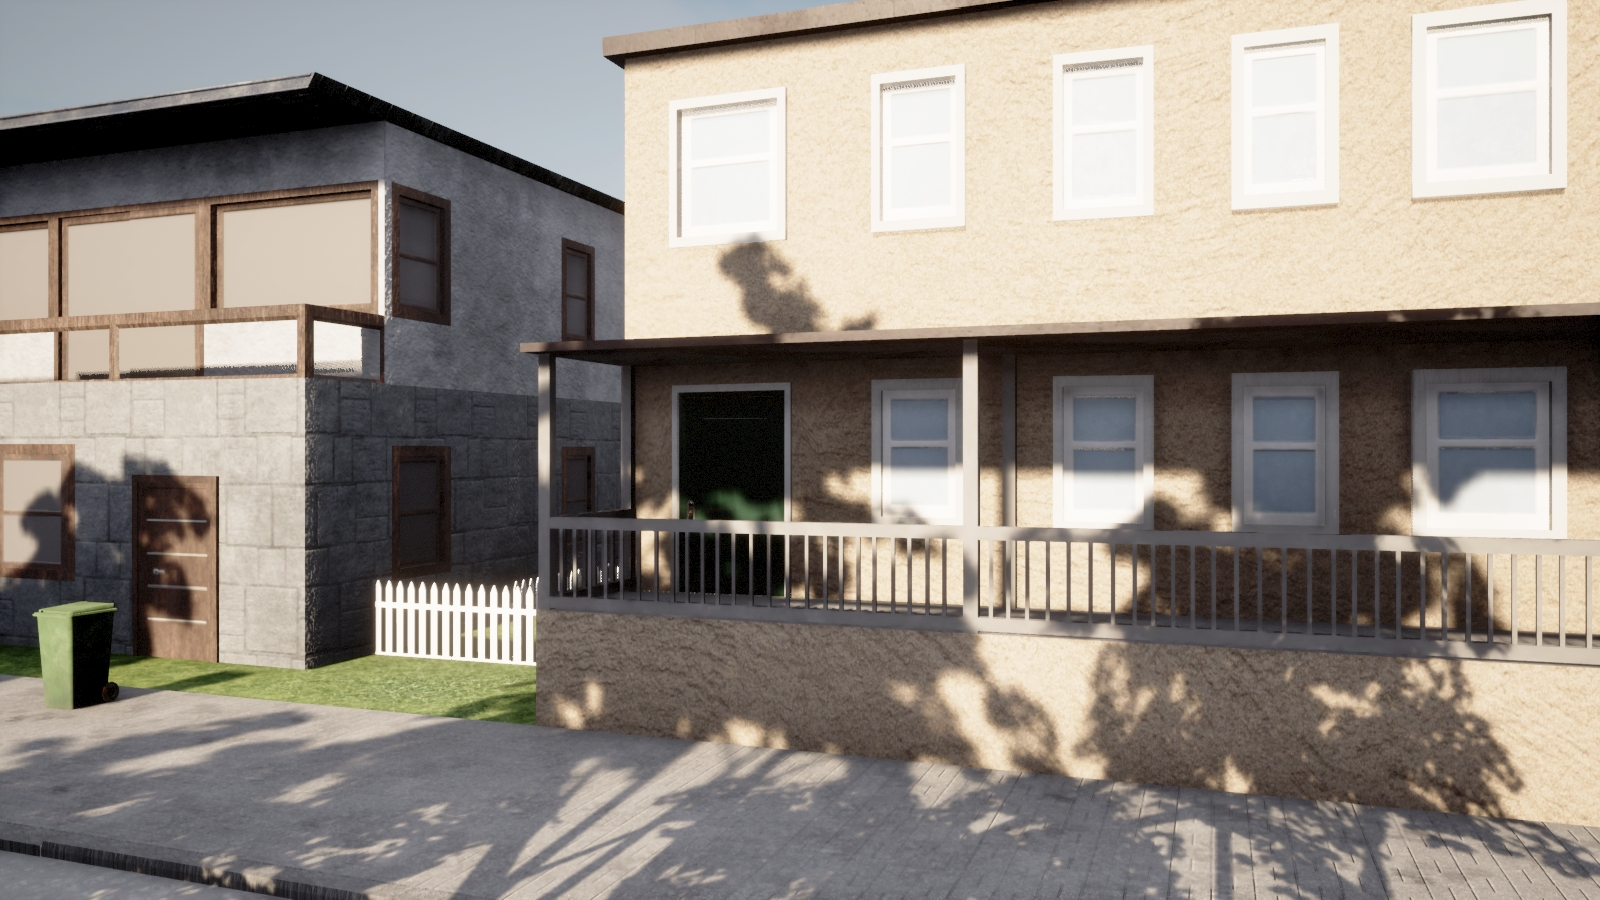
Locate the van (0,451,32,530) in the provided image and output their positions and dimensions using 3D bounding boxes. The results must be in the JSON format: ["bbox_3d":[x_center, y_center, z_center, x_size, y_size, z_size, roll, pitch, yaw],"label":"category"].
[{"bbox_3d":[-27.753,1.329,35.973,1.988,2.561,5.915,0,0,20],"label":"van"}]

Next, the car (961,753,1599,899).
[{"bbox_3d":[2.594,1.899,2.889,4.181,1.385,1.994,0,0,20],"label":"car"}]
